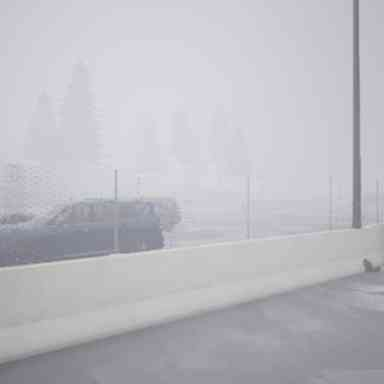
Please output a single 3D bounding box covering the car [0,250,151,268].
[{"bbox_3d":[-3.488,1.248,10.153,5.566,2.045,2.150,0,0,-37],"label":"car"}]
